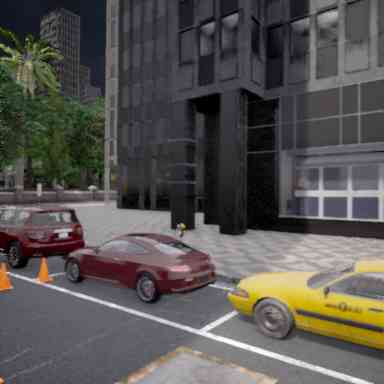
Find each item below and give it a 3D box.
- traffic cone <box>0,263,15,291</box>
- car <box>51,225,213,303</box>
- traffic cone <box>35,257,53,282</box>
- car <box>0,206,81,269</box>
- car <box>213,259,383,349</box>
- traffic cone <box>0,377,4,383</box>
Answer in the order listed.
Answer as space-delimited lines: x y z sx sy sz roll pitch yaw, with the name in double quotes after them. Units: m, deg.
-4.483 2.003 7.939 0.340 0.580 0.340 0 -1 37 "traffic cone"
-1.402 1.657 8.188 4.206 1.307 1.802 0 -1 37 "car"
-3.886 2.016 8.740 0.340 0.580 0.340 0 -1 37 "traffic cone"
-5.798 1.387 11.471 5.009 1.841 2.192 0 -1 37 "car"
2.861 1.603 5.010 4.829 1.417 1.752 0 -1 37 "car"
-2.473 1.979 3.944 0.340 0.580 0.340 0 -1 37 "traffic cone"
